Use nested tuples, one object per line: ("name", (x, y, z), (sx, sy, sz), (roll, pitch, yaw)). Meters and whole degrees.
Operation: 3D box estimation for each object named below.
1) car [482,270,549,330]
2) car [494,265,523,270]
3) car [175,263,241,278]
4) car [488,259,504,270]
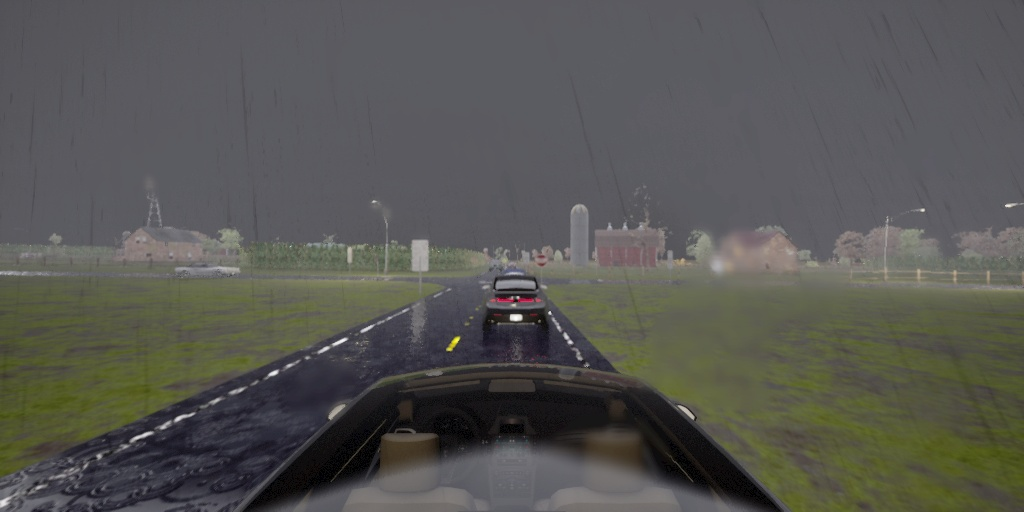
("car", (0.100, 1.343, 11.445), (1.837, 1.490, 4.892), (0, -1, 0))
("car", (0.147, 1.451, 20.377), (1.812, 1.442, 4.674), (0, -1, 2))
("car", (-27.847, 1.281, 32.973), (4.718, 1.301, 1.895), (1, 0, 0))
("car", (-2.795, 1.582, 61.863), (2.150, 2.045, 5.566), (0, -1, 1))
